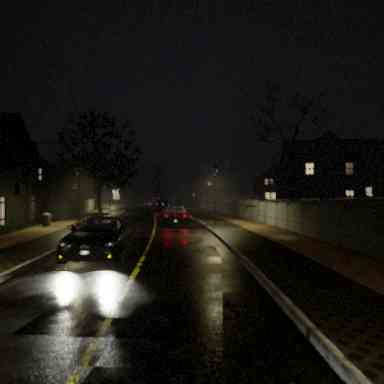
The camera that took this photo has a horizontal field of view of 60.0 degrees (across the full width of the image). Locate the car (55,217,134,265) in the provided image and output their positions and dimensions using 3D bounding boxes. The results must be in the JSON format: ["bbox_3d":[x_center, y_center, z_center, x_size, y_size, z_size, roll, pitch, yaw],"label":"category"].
[{"bbox_3d":[-3.214,1.580,11.685,1.994,1.385,4.181,0,0,-3],"label":"car"}]

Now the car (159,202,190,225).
[{"bbox_3d":[-1.295,1.680,24.547,1.895,1.301,4.718,0,0,-5],"label":"car"}]

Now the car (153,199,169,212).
[{"bbox_3d":[-3.968,1.637,43.519,2.097,1.767,4.553,0,-1,-10],"label":"car"}]
